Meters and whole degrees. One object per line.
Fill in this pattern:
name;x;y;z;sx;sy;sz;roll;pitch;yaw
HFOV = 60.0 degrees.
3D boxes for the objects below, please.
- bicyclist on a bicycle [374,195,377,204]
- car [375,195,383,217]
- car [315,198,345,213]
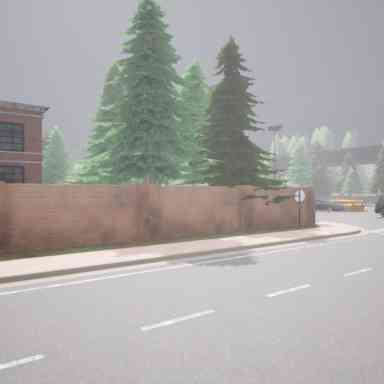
bicyclist on a bicycle;30.122;1.300;54.233;1.656;1.620;0.582;0;0;-35
car;18.025;1.222;27.161;2.150;2.045;5.566;0;0;-35
car;14.834;1.502;37.765;1.837;1.490;4.892;0;1;-35
